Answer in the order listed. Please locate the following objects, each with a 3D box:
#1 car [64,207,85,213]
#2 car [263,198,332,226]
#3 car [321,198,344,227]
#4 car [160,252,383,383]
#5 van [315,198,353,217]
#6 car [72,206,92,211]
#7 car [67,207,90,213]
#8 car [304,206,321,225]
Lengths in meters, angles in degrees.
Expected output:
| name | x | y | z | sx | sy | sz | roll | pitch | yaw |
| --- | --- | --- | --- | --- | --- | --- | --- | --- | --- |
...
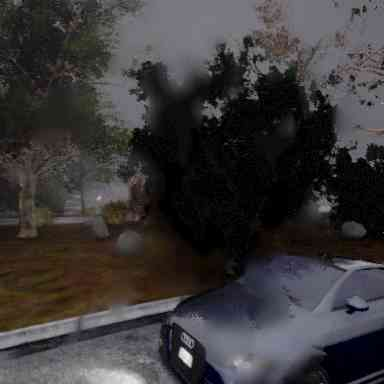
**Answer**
| name | x | y | z | sx | sy | sz | roll | pitch | yaw |
| --- | --- | --- | --- | --- | --- | --- | --- | --- | --- |
| car | -29.835 | 4.627 | 84.770 | 4.674 | 1.452 | 2.002 | 0 | -3 | -34 |
| car | 8.765 | 1.533 | 27.451 | 5.566 | 2.045 | 2.435 | 0 | -1 | -34 |
| car | 11.854 | 1.442 | 22.947 | 5.566 | 2.045 | 2.435 | 0 | -1 | -34 |
| car | 1.695 | 1.577 | 4.467 | 4.181 | 1.385 | 1.994 | 0 | 0 | -28 |
| van | 16.226 | 1.724 | 38.042 | 4.442 | 1.987 | 1.878 | 0 | -2 | -34 |
| car | -26.274 | 4.293 | 79.436 | 4.892 | 1.521 | 2.231 | 0 | -3 | -34 |
| car | -28.098 | 4.442 | 82.150 | 5.008 | 1.535 | 2.097 | 0 | -3 | -34 |
| car | 10.327 | 1.737 | 25.131 | 4.892 | 1.521 | 2.231 | 0 | -1 | -34 |
